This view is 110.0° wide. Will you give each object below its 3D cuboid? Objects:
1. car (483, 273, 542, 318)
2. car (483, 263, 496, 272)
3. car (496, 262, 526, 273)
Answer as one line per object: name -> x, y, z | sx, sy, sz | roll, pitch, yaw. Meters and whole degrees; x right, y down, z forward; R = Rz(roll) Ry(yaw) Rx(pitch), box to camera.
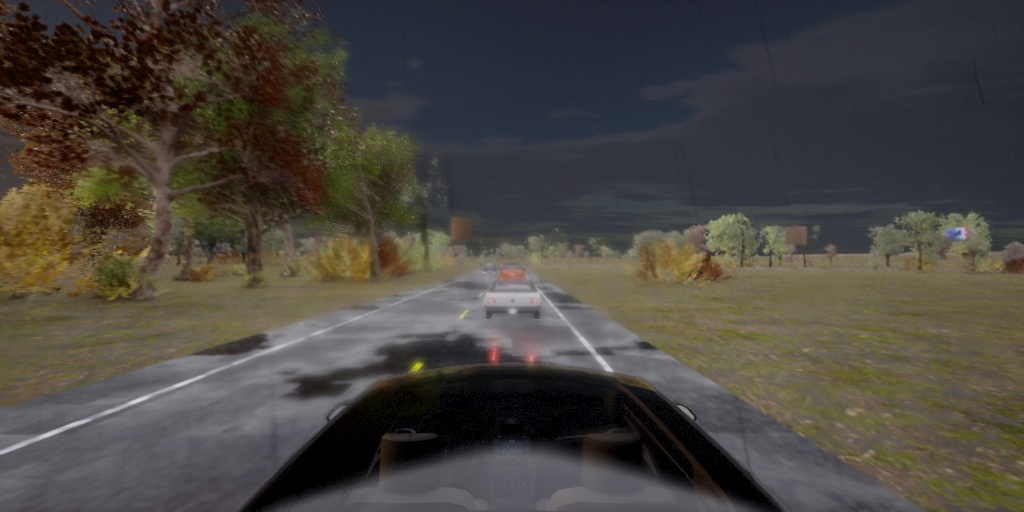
car -> 0.043, 1.474, 13.466 | 1.895, 1.301, 4.718 | 0, -1, 1
car -> -3.555, 1.852, 58.447 | 1.812, 1.442, 4.674 | 0, -1, 0
car -> 0.048, 1.384, 28.968 | 2.097, 1.767, 4.553 | 0, -1, 0
